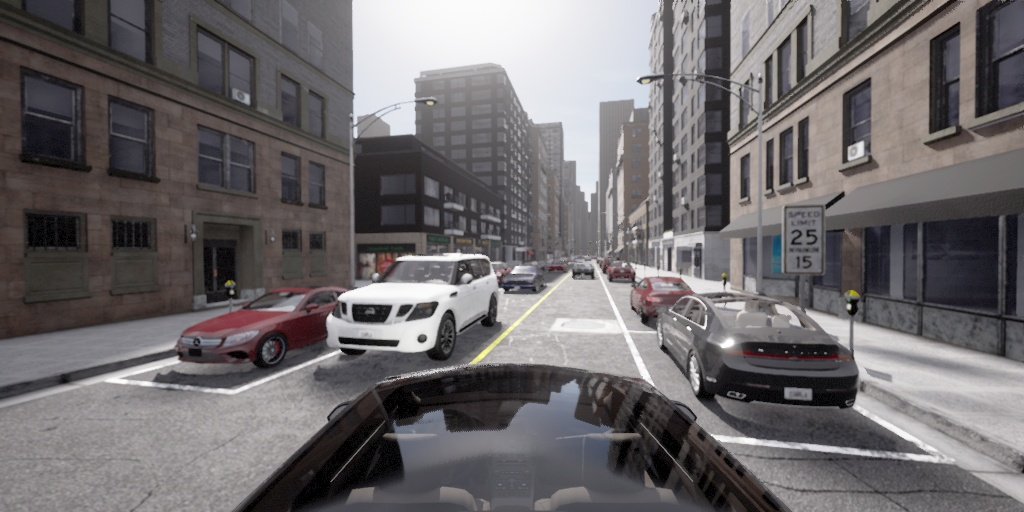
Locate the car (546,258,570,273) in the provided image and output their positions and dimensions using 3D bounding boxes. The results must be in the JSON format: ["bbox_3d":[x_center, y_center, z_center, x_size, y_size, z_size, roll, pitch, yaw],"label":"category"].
[{"bbox_3d":[5.175,1.241,40.660,1.895,1.301,4.718,0,0,13],"label":"car"}]

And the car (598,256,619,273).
[{"bbox_3d":[10.711,0.945,38.499,2.192,1.841,5.009,0,0,12],"label":"car"}]

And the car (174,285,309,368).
[{"bbox_3d":[-4.705,1.329,7.883,1.802,1.307,4.207,0,0,12],"label":"car"}]

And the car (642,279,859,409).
[{"bbox_3d":[3.629,1.279,6.089,2.007,1.370,4.403,0,0,12],"label":"car"}]

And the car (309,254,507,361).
[{"bbox_3d":[-1.878,0.958,8.779,2.150,2.045,5.566,0,0,12],"label":"car"}]

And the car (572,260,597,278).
[{"bbox_3d":[6.568,1.255,32.930,1.895,1.301,4.718,0,0,12],"label":"car"}]

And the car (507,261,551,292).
[{"bbox_3d":[0.827,1.245,21.174,2.033,1.411,5.357,0,0,12],"label":"car"}]

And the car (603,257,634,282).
[{"bbox_3d":[8.350,1.101,27.696,1.967,1.591,4.097,0,0,12],"label":"car"}]

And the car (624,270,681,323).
[{"bbox_3d":[4.809,1.293,11.490,1.802,1.307,4.207,0,0,12],"label":"car"}]

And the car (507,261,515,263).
[{"bbox_3d":[-1.164,1.136,24.092,1.967,1.591,4.097,0,0,12],"label":"car"}]

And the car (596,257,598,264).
[{"bbox_3d":[14.251,1.150,54.705,1.948,1.339,4.313,0,0,12],"label":"car"}]
